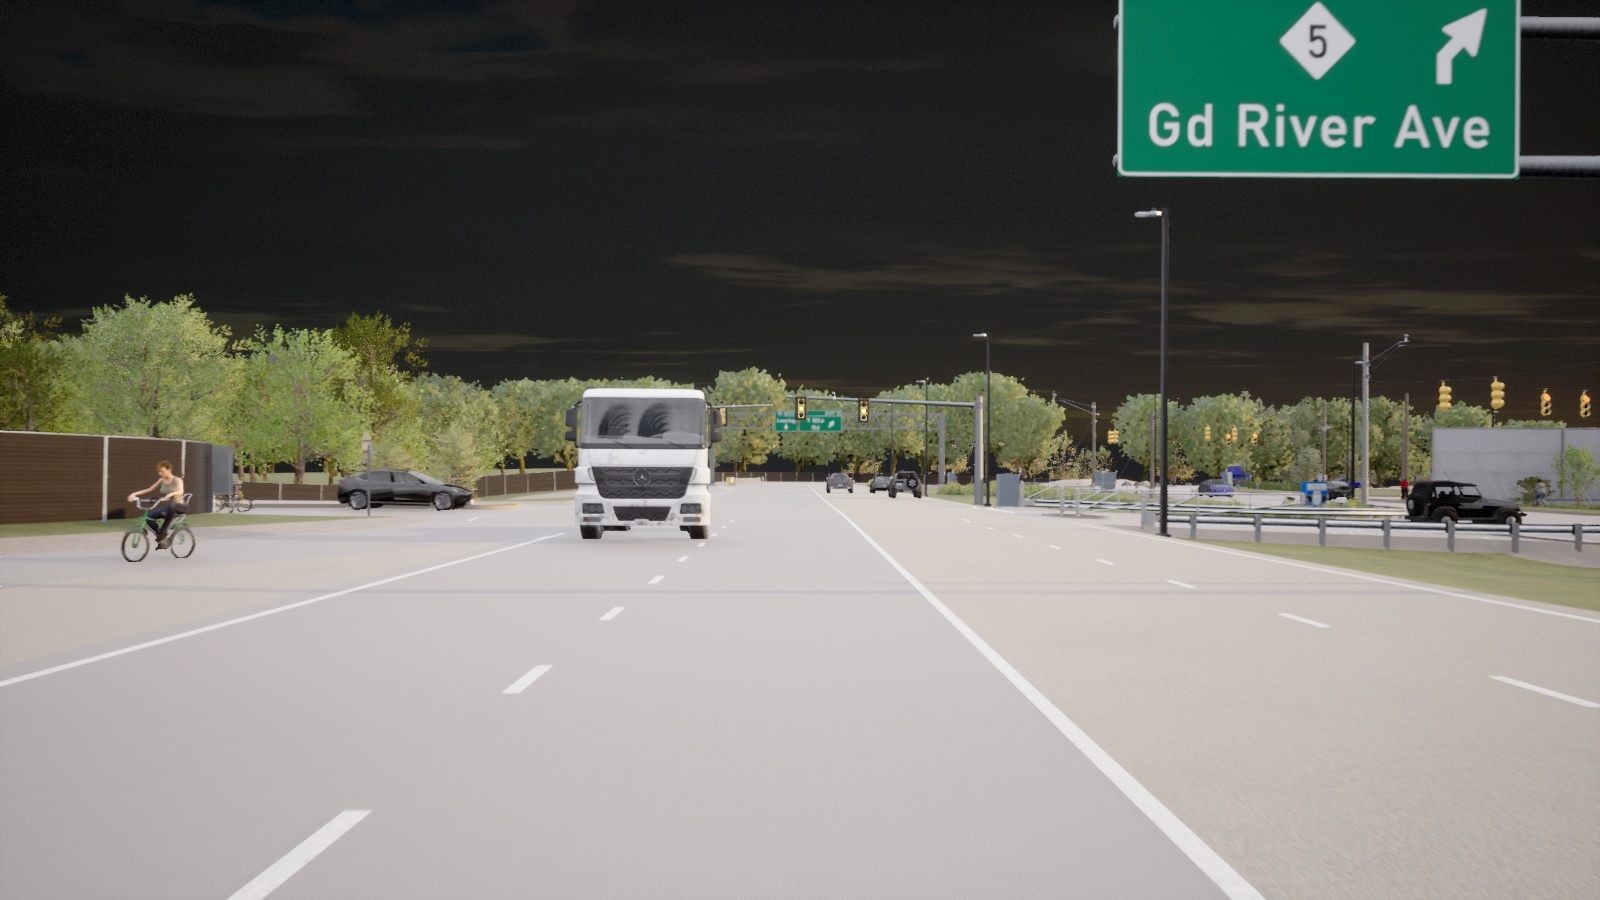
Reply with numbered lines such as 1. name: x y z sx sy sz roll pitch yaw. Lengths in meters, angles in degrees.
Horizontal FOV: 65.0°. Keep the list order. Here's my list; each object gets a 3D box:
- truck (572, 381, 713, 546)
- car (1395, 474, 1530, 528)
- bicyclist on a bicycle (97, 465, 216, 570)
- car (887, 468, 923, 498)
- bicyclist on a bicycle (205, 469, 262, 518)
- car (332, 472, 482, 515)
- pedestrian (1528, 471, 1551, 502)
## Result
1. truck: -3.583 0.349 30.354 2.891 3.462 7.936 0 -1 -4
2. car: 24.169 1.842 45.909 3.866 1.878 1.905 0 -1 0
3. bicyclist on a bicycle: -10.318 1.059 20.190 0.866 1.612 1.509 0 -1 18
4. car: 6.809 2.145 81.684 1.932 1.855 4.605 0 -1 0
5. bicyclist on a bicycle: -19.037 1.467 42.205 1.509 1.612 0.866 0 0 0
6. car: -14.249 1.563 45.748 4.792 1.488 2.163 0 -1 0
7. pedestrian: 46.125 2.267 78.333 0.874 1.855 0.900 0 0 0
